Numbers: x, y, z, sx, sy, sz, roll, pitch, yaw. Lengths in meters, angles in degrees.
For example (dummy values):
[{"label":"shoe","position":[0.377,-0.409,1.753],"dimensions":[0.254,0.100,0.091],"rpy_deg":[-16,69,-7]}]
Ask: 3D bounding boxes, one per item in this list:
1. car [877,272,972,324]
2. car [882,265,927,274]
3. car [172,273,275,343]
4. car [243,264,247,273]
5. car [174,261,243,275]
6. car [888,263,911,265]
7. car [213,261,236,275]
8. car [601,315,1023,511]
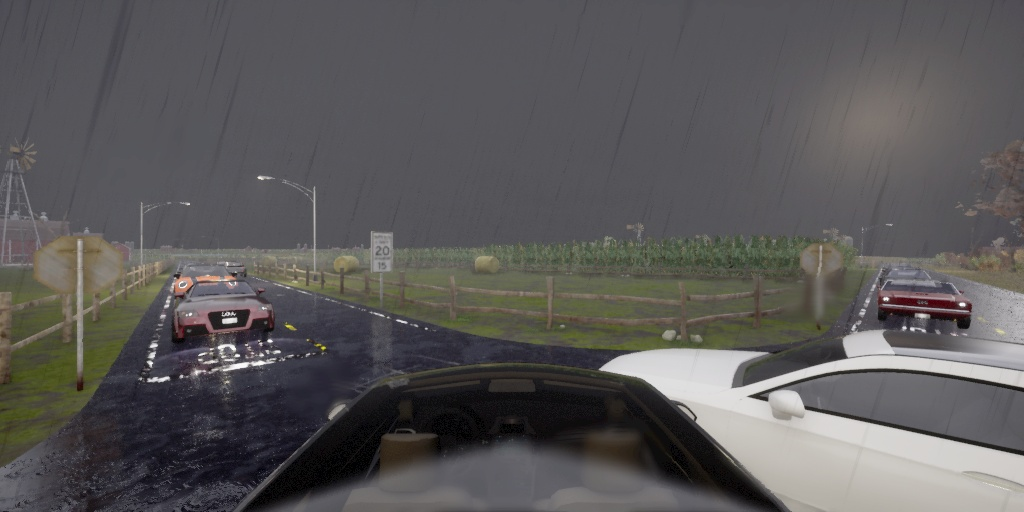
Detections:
[{"label":"car","position":[13.342,1.401,11.796],"dimensions":[4.718,1.301,1.895],"rpy_deg":[0,1,-44]},{"label":"car","position":[20.317,1.369,18.468],"dimensions":[5.357,1.411,2.033],"rpy_deg":[0,1,-44]},{"label":"car","position":[-8.091,1.362,9.987],"dimensions":[1.994,1.385,4.181],"rpy_deg":[0,0,-43]},{"label":"car","position":[-27.529,1.314,35.401],"dimensions":[2.128,1.511,4.902],"rpy_deg":[0,0,-42]},{"label":"car","position":[-13.967,1.154,16.380],"dimensions":[2.097,1.767,4.553],"rpy_deg":[0,0,-43]},{"label":"car","position":[26.973,1.410,24.828],"dimensions":[4.181,1.385,1.994],"rpy_deg":[0,1,-44]},{"label":"car","position":[-34.365,1.343,42.753],"dimensions":[1.837,1.490,4.892],"rpy_deg":[0,0,-42]},{"label":"car","position":[2.805,1.293,2.569],"dimensions":[1.812,1.442,4.674],"rpy_deg":[0,1,-45]}]
